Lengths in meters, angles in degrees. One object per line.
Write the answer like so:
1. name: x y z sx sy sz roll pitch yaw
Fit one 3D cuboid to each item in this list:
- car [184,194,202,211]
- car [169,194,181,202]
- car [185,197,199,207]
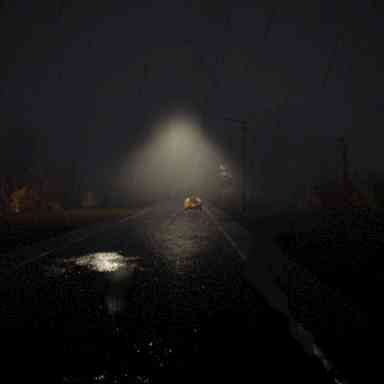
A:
1. car: 0.131 1.372 39.907 1.882 1.535 5.008 0 0 0
2. car: -3.416 1.178 67.629 2.097 1.767 4.553 0 0 0
3. car: 0.038 1.430 50.847 1.994 1.385 4.181 0 0 0
